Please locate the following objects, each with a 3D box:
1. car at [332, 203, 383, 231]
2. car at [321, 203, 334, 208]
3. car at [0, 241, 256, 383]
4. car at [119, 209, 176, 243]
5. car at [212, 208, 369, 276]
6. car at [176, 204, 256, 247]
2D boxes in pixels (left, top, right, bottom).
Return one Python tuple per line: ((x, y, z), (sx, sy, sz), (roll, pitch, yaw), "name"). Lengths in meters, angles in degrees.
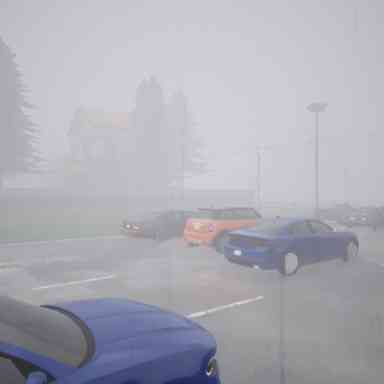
((11.213, 1.550, 20.451), (5.357, 1.411, 2.033), (0, 0, -36), "car")
((10.910, 1.528, 24.549), (4.674, 1.442, 1.812), (0, 0, -36), "car")
((-2.023, 1.478, 2.332), (5.008, 1.535, 1.882), (0, 0, -36), "car")
((-0.790, 1.548, 16.129), (5.357, 1.411, 2.033), (0, 0, -36), "car")
((3.242, 1.478, 10.417), (5.008, 1.535, 1.882), (0, 0, -36), "car")
((1.918, 1.352, 13.781), (4.553, 1.767, 2.097), (0, 0, -36), "car")
